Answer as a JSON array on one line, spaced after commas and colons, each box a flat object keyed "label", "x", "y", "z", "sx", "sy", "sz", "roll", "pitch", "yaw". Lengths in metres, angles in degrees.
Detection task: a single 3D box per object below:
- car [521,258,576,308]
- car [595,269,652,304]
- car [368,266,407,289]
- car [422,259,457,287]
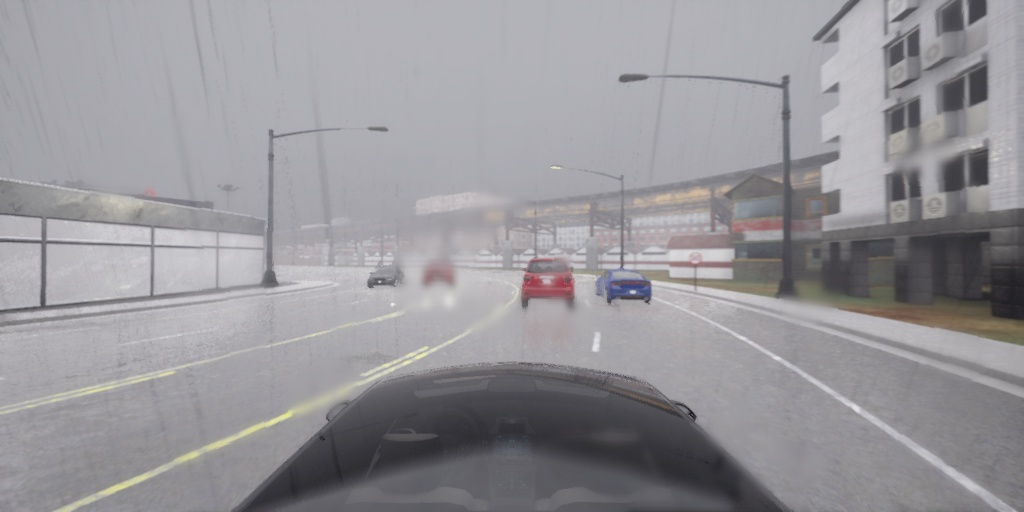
[{"label": "car", "x": 1.654, "y": 1.098, "z": 16.186, "sx": 2.150, "sy": 2.045, "sz": 5.566, "roll": 0, "pitch": 0, "yaw": 6}, {"label": "car", "x": 5.251, "y": 1.358, "z": 17.403, "sx": 1.882, "sy": 1.535, "sz": 5.008, "roll": 0, "pitch": 0, "yaw": 5}, {"label": "car", "x": -8.784, "y": 1.473, "z": 25.598, "sx": 1.837, "sy": 1.490, "sz": 4.892, "roll": 0, "pitch": -1, "yaw": -5}, {"label": "car", "x": -5.386, "y": 1.202, "z": 27.118, "sx": 2.150, "sy": 2.045, "sz": 5.566, "roll": 0, "pitch": -1, "yaw": -8}]
